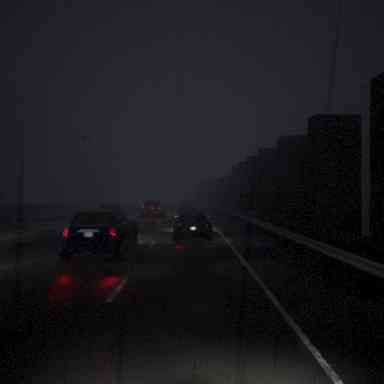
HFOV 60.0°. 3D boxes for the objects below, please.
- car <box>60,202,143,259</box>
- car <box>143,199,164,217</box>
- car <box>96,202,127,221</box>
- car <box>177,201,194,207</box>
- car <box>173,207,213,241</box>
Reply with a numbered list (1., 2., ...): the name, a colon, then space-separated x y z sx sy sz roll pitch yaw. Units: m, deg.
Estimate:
1. car: -3.428 1.446 13.113 2.097 1.767 4.553 0 0 0
2. car: -3.963 1.601 34.291 2.097 1.767 4.553 0 0 -2
3. car: -7.303 1.726 30.648 1.837 1.490 4.892 0 0 -2
4. car: -0.773 1.821 40.151 1.812 1.442 4.674 0 0 -4
5. car: 0.023 1.695 17.681 1.994 1.385 4.181 0 0 -1
